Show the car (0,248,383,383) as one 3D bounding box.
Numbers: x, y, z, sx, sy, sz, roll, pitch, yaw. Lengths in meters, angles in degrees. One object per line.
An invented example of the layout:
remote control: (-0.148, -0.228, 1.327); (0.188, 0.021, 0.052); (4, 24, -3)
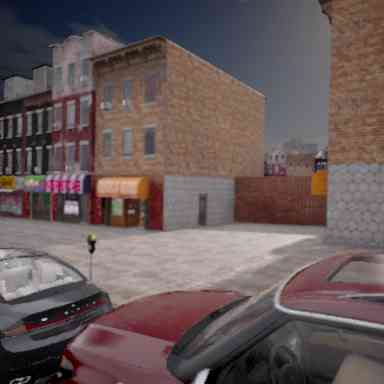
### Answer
car: (1.246, 1.315, 1.894); (5.009, 1.841, 2.192); (0, 1, 35)
